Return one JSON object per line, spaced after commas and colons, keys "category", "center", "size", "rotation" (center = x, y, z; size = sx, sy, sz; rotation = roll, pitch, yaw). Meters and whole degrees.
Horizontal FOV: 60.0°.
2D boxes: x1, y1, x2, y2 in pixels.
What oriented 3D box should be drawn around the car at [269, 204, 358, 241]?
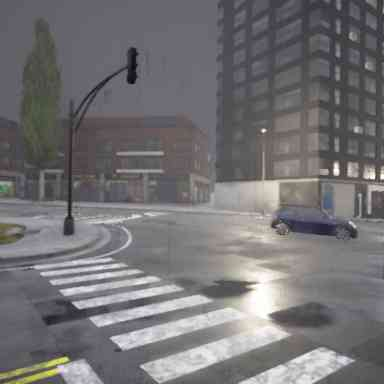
{"category": "car", "center": [6.649, 1.547, 18.391], "size": [4.553, 1.767, 2.097], "rotation": [5, 2, 11]}
